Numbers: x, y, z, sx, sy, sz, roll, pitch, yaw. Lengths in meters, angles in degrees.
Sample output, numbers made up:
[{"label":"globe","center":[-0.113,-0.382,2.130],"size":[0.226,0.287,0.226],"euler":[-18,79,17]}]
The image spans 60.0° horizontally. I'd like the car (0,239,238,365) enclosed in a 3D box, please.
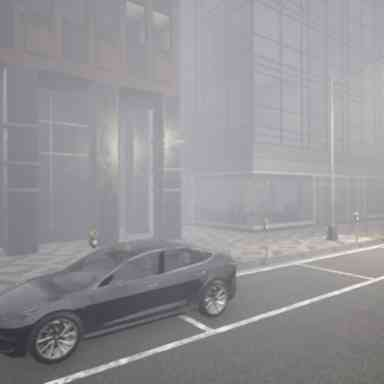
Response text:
[{"label":"car","center":[-1.085,1.588,5.896],"size":[4.313,1.339,1.947],"euler":[0,0,-36]}]
